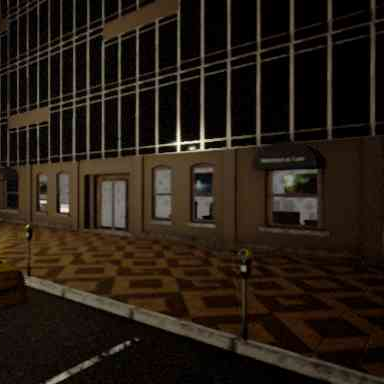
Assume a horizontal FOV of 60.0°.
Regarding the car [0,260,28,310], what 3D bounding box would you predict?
[{"bbox_3d":[-5.120,1.473,6.540,4.829,1.417,1.752,0,0,36],"label":"car"}]
